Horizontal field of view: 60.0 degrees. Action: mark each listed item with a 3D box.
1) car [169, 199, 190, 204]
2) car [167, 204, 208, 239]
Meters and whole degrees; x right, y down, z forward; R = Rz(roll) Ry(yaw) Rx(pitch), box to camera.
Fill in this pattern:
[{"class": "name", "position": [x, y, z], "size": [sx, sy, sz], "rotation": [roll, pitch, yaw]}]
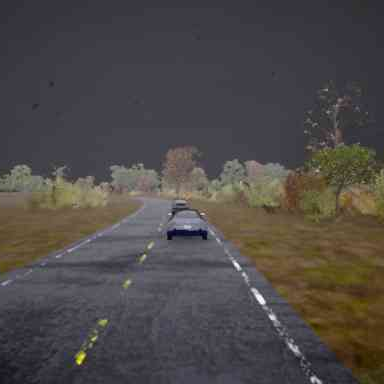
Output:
[{"class": "car", "position": [-1.259, 1.512, 34.952], "size": [1.837, 1.490, 4.892], "rotation": [0, 0, -4]}, {"class": "car", "position": [-0.281, 1.566, 17.307], "size": [1.994, 1.385, 4.181], "rotation": [0, 0, -2]}]
